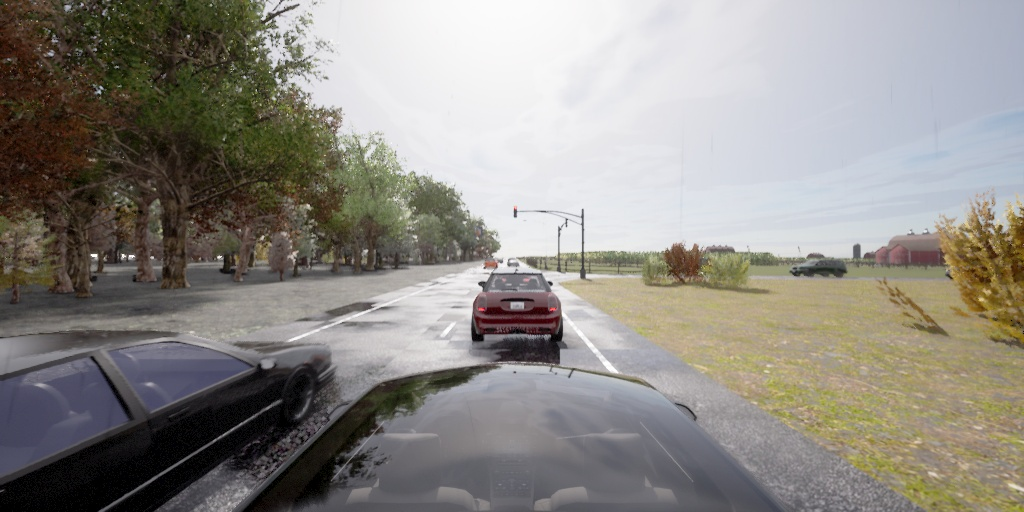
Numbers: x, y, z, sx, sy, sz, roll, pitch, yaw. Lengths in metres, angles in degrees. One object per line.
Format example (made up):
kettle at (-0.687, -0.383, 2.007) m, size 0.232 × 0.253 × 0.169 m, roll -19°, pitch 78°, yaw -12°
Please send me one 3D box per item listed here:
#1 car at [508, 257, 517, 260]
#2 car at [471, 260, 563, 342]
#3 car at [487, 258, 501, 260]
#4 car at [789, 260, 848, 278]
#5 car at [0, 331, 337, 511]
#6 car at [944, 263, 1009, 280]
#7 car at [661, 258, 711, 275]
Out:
car at (0.213, 1.348, 61.210) m, size 1.994 × 1.385 × 4.181 m, roll 0°, pitch 0°, yaw 0°
car at (0.106, 1.108, 9.987) m, size 2.097 × 1.767 × 4.553 m, roll 0°, pitch 0°, yaw 0°
car at (-3.328, 1.135, 58.380) m, size 2.097 × 1.767 × 4.553 m, roll 0°, pitch 0°, yaw 0°
car at (35.235, 1.435, 41.287) m, size 5.566 × 2.045 × 2.150 m, roll 1°, pitch -1°, yaw 0°
car at (-3.399, 1.298, 2.600) m, size 2.033 × 1.411 × 5.357 m, roll 0°, pitch 0°, yaw 0°
car at (48.554, 1.786, 37.571) m, size 4.902 × 1.511 × 2.128 m, roll 1°, pitch -1°, yaw 1°
car at (19.962, 1.267, 41.378) m, size 5.566 × 2.045 × 2.150 m, roll 1°, pitch -1°, yaw 0°
